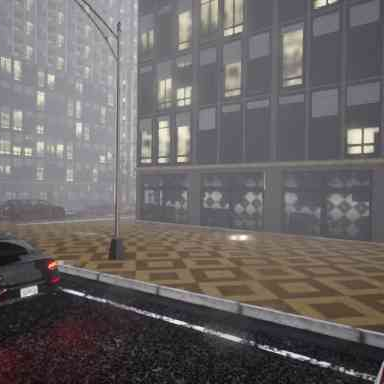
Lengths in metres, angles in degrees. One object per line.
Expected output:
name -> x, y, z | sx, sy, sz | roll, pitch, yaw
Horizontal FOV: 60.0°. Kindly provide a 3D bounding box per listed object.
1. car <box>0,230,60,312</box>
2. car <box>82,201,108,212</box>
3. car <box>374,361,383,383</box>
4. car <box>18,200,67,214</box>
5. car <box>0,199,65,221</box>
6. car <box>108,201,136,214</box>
car -> -4.646, 1.522, 6.987 | 4.674, 1.442, 1.812 | 0, 0, 35
car -> -11.437, 1.815, 42.088 | 1.895, 1.301, 4.718 | 1, 0, 36
car -> 3.243, 1.353, 1.374 | 4.553, 1.767, 2.097 | 0, 0, 35
car -> -17.245, 1.643, 38.591 | 1.752, 1.417, 4.829 | 1, 0, 36
car -> -13.740, 1.520, 29.219 | 2.192, 1.841, 5.009 | 1, 0, 36
car -> -6.949, 1.830, 38.435 | 1.752, 1.417, 4.829 | 1, 0, 36
